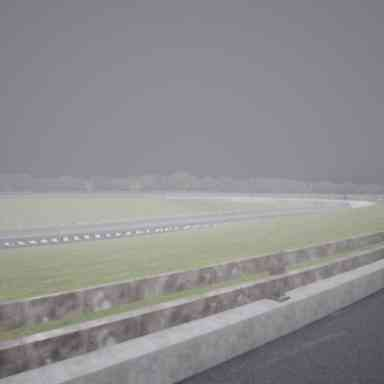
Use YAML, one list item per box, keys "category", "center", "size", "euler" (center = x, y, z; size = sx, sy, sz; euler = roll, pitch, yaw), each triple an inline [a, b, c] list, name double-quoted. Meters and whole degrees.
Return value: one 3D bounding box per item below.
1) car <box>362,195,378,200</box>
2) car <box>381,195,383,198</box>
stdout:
- category: "car"
  center: [42.161, 1.273, 78.950]
  size: [1.994, 1.385, 4.181]
  euler: [0, 0, 2]
- category: "car"
  center: [45.580, 1.195, 77.366]
  size: [1.837, 1.490, 4.892]
  euler: [0, 0, 2]
